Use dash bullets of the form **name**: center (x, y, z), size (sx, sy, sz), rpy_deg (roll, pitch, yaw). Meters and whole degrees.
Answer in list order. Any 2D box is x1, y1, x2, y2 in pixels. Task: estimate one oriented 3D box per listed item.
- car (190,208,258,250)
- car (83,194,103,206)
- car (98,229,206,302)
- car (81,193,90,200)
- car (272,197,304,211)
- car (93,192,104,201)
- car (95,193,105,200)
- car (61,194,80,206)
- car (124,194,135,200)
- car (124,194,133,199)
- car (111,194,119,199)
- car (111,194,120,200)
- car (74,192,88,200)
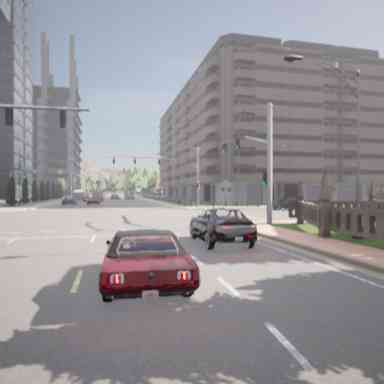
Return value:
- **car**: center (1.156, 1.432, 14.079), size (2.128, 1.511, 4.902), rpy_deg (0, 0, -12)
- **car**: center (-15.226, 1.382, 51.414), size (1.895, 1.301, 4.718), rpy_deg (0, 0, -13)
- **car**: center (-1.173, 1.566, 8.228), size (1.895, 1.301, 4.718), rpy_deg (0, 0, -11)
- **car**: center (-26.004, 1.025, 81.238), size (1.882, 1.535, 5.008), rpy_deg (0, 0, -14)
- **car**: center (11.100, 1.399, 38.790), size (4.892, 1.490, 1.837), rpy_deg (0, 0, -14)
- **car**: center (-18.831, 0.939, 66.557), size (2.150, 2.045, 5.566), rpy_deg (0, 0, -14)
- **car**: center (-22.603, 1.069, 82.065), size (2.128, 1.511, 4.902), rpy_deg (0, 0, -14)
- **car**: center (-18.624, 1.384, 50.574), size (1.895, 1.301, 4.718), rpy_deg (0, 0, -13)
- **car**: center (-14.763, 1.254, 79.455), size (1.895, 1.301, 4.718), rpy_deg (0, 0, -14)
- **car**: center (-17.135, 1.158, 89.202), size (2.033, 1.411, 5.357), rpy_deg (0, 0, -14)
- **car**: center (-20.535, 1.173, 88.374), size (1.994, 1.385, 4.181), rpy_deg (0, 0, -14)
- **car**: center (-18.154, 1.215, 78.587), size (1.994, 1.385, 4.181), rpy_deg (0, 0, -14)
- **car**: center (-22.204, 0.945, 65.619), size (2.150, 2.045, 5.566), rpy_deg (0, 0, -14)
